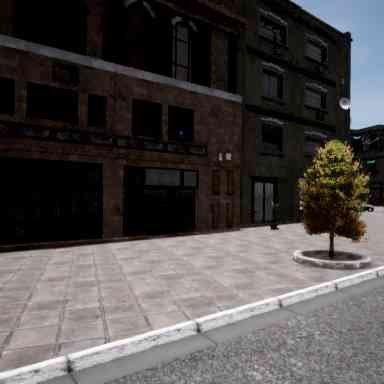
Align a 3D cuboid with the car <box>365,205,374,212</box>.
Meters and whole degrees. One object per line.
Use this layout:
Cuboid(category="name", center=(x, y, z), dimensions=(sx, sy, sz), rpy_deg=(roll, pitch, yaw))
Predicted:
Cuboid(category="car", center=(18.692, 1.568, 38.151), dimensions=(1.947, 1.339, 4.313), rpy_deg=(1, -1, -18))
